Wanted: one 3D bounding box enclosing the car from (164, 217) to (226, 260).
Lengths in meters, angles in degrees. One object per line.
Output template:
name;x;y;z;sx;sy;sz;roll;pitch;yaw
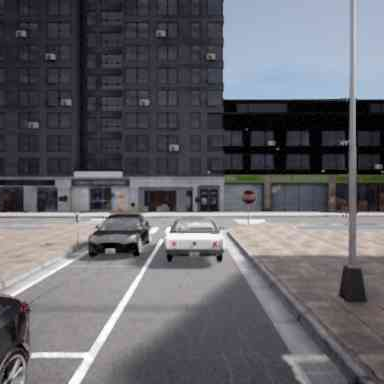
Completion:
car;0.105;1.570;12.174;1.895;1.301;4.718;0;0;1

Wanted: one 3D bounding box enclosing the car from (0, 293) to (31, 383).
car;-2.640;1.560;2.050;1.947;1.339;4.313;0;0;0

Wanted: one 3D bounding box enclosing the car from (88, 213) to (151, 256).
car;-2.644;1.533;12.954;1.947;1.339;4.313;0;0;0
